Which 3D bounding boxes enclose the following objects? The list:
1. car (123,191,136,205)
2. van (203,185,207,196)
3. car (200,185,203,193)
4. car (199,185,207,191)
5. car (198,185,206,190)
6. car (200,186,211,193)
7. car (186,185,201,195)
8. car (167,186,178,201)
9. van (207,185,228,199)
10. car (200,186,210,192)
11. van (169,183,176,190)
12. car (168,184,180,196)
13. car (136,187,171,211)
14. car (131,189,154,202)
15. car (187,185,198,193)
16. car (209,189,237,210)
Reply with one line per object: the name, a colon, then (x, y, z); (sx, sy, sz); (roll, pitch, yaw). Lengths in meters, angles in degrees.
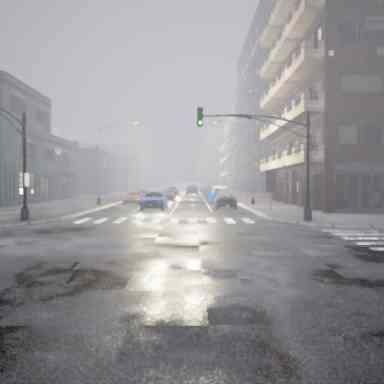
car: (-5.663, 0.572, 33.004); (1.802, 1.307, 4.206); (1, 2, 0)
van: (2.726, -0.014, 44.185); (1.690, 1.788, 3.998); (1, 2, 0)
car: (2.729, -0.181, 55.516); (1.752, 1.417, 4.829); (1, 2, 0)
car: (2.743, -1.038, 83.238); (1.887, 1.381, 4.507); (1, 2, 0)
car: (2.748, -1.387, 94.394); (2.008, 1.369, 4.403); (1, 2, 0)
car: (2.734, -0.486, 66.504); (1.947, 1.339, 4.313); (1, 2, 0)
car: (0.027, -0.411, 57.310); (2.097, 1.767, 4.553); (0, 2, 0)
car: (-3.063, 0.363, 39.200); (1.994, 1.385, 4.181); (0, 2, 1)
van: (2.720, 0.330, 33.028); (1.690, 1.788, 3.998); (1, 2, 0)
car: (2.737, -0.662, 72.082); (1.947, 1.339, 4.313); (1, 2, 0)
van: (-5.629, -1.595, 94.349); (1.690, 1.788, 3.998); (1, 2, 0)
car: (-3.026, -0.152, 53.904); (1.837, 1.490, 4.892); (0, 2, 0)
car: (-3.078, 0.639, 27.428); (1.882, 1.535, 5.008); (0, 2, 0)
car: (-5.660, 0.363, 38.581); (1.887, 1.381, 4.507); (1, 2, 0)
car: (0.031, -0.585, 67.345); (2.128, 1.511, 4.902); (0, 2, 0)
car: (2.715, 0.711, 27.458); (2.008, 1.369, 4.403); (1, 2, 0)
